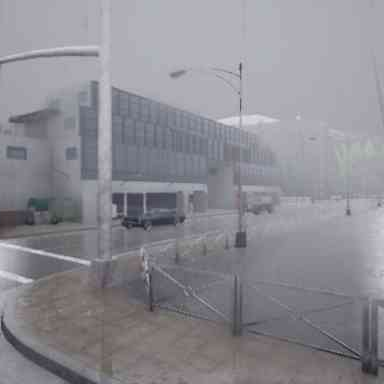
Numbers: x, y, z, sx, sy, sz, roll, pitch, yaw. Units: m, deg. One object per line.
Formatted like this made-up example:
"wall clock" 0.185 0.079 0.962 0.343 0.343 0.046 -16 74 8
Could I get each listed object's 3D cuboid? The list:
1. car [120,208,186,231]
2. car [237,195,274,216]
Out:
"car" -2.516 1.777 22.316 1.895 1.301 4.718 0 0 36
"car" 6.868 1.396 35.448 2.150 2.045 5.566 0 0 36
